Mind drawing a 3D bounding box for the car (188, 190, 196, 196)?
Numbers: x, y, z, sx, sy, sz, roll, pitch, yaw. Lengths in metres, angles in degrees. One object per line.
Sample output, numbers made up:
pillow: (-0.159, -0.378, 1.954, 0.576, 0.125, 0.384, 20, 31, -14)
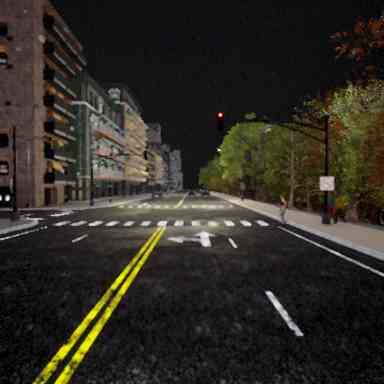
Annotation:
car: (-0.004, 0.141, 86.151, 1.812, 1.442, 4.674, 0, 1, 0)

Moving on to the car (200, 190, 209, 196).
car: (3.245, 0.142, 86.151, 2.128, 1.511, 4.902, 0, 1, 0)

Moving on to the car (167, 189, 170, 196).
car: (-6.505, -0.035, 78.970, 2.097, 1.767, 4.553, 0, 1, 0)

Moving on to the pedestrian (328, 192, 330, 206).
pedestrian: (7.968, 0.845, 18.936, 0.375, 1.860, 0.375, 0, 1, 0)

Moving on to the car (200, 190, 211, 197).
car: (3.246, 0.358, 75.733, 2.128, 1.511, 4.902, 0, 1, 0)

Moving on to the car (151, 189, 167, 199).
car: (-6.523, 0.527, 62.891, 2.128, 1.511, 4.902, 0, 1, 1)

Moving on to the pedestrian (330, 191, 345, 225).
pedestrian: (8.047, 0.853, 18.336, 0.375, 1.860, 0.375, 0, 1, 0)

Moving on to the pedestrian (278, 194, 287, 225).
pedestrian: (5.324, 0.988, 19.539, 0.375, 1.860, 0.375, 0, 1, 0)

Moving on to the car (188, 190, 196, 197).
car: (-0.005, 0.358, 75.729, 2.128, 1.511, 4.902, 0, 1, 0)
